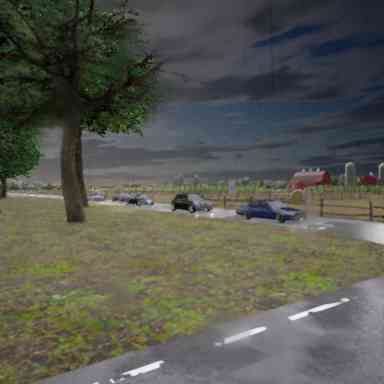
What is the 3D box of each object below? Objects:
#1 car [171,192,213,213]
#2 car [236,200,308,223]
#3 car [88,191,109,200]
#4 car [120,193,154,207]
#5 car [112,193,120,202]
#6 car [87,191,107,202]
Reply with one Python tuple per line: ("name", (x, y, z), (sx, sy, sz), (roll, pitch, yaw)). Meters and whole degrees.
("car", (-0.086, 0.945, 31.006), (2.097, 1.767, 4.553), (-1, 2, -36))
("car", (5.431, 1.294, 23.366), (2.033, 1.411, 5.357), (-1, 2, -36))
("car", (-16.528, 0.605, 58.656), (2.128, 1.511, 4.902), (-1, 1, -36))
("car", (-6.237, 0.929, 39.545), (2.128, 1.511, 4.902), (-1, 1, -36))
("car", (-10.614, 0.802, 50.557), (1.994, 1.385, 4.181), (-1, 1, -35))
("car", (-15.333, 0.861, 52.304), (1.895, 1.301, 4.718), (-1, 1, -36))
